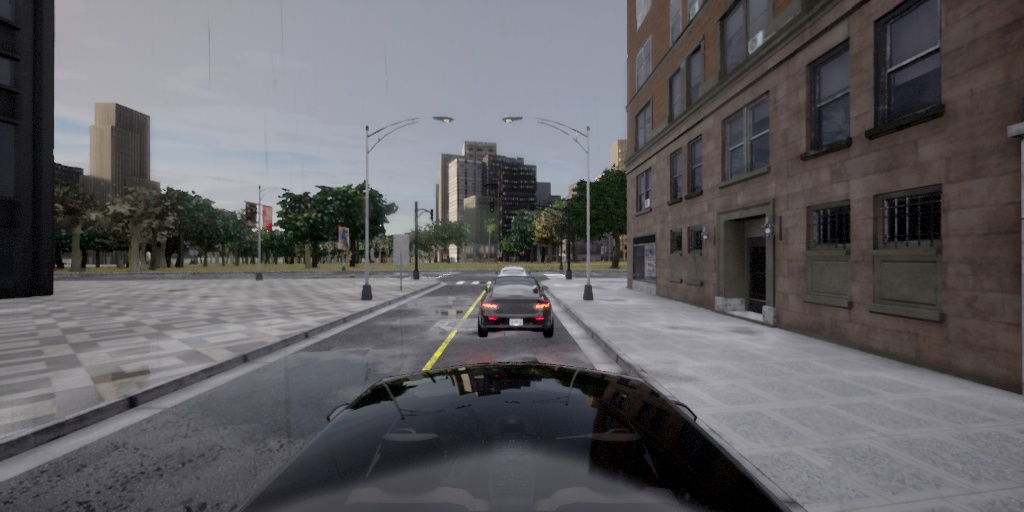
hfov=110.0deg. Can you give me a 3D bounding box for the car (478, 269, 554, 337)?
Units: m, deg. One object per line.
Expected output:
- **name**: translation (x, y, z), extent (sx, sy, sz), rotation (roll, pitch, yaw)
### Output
- **car**: translation (0.080, 1.273, 10.110), extent (1.812, 1.442, 4.674), rotation (0, 0, 0)

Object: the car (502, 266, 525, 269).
- **car**: translation (0.058, 1.269, 19.170), extent (1.812, 1.442, 4.674), rotation (0, 0, 0)
